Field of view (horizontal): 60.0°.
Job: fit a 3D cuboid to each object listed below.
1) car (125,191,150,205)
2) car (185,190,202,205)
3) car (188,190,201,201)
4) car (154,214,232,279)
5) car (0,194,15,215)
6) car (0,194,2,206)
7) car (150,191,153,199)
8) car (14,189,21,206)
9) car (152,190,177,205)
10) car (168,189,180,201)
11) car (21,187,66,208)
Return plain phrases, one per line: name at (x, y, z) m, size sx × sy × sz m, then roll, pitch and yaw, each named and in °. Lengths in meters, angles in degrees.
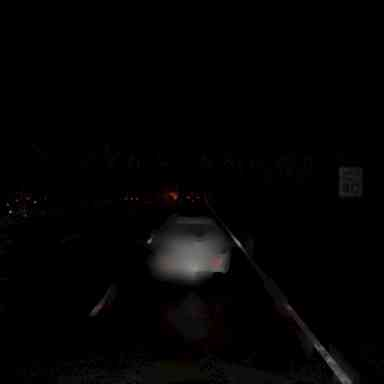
car at (-6.809, 0.762, 40.315) m, size 2.033 × 1.411 × 5.357 m, roll 0°, pitch 1°, yaw 1°
car at (0.191, 0.742, 40.285) m, size 1.812 × 1.442 × 4.674 m, roll 0°, pitch 1°, yaw 1°
car at (0.447, 0.496, 50.479) m, size 1.882 × 1.535 × 5.008 m, roll 0°, pitch 1°, yaw 2°
car at (0.035, 1.343, 9.274) m, size 1.812 × 1.442 × 4.674 m, roll 0°, pitch 1°, yaw 0°
car at (-14.986, 1.098, 23.818) m, size 1.994 × 1.385 × 4.181 m, roll 0°, pitch 1°, yaw 1°
car at (-21.869, 0.932, 34.261) m, size 1.895 × 1.301 × 4.718 m, roll 0°, pitch 1°, yaw 0°
car at (-6.551, 0.540, 50.673) m, size 1.812 × 1.442 × 4.674 m, roll 0°, pitch 1°, yaw 2°
car at (-18.343, 0.487, 37.643) m, size 2.150 × 2.045 × 5.566 m, roll 0°, pitch 1°, yaw 0°
car at (-3.304, 0.771, 40.713) m, size 1.994 × 1.385 × 4.181 m, roll 0°, pitch 1°, yaw 1°
car at (-3.054, 0.369, 50.534) m, size 2.097 × 1.767 × 4.553 m, roll 0°, pitch 1°, yaw 2°
car at (-14.870, 0.552, 34.289) m, size 2.150 × 2.045 × 5.566 m, roll 0°, pitch 1°, yaw 0°
